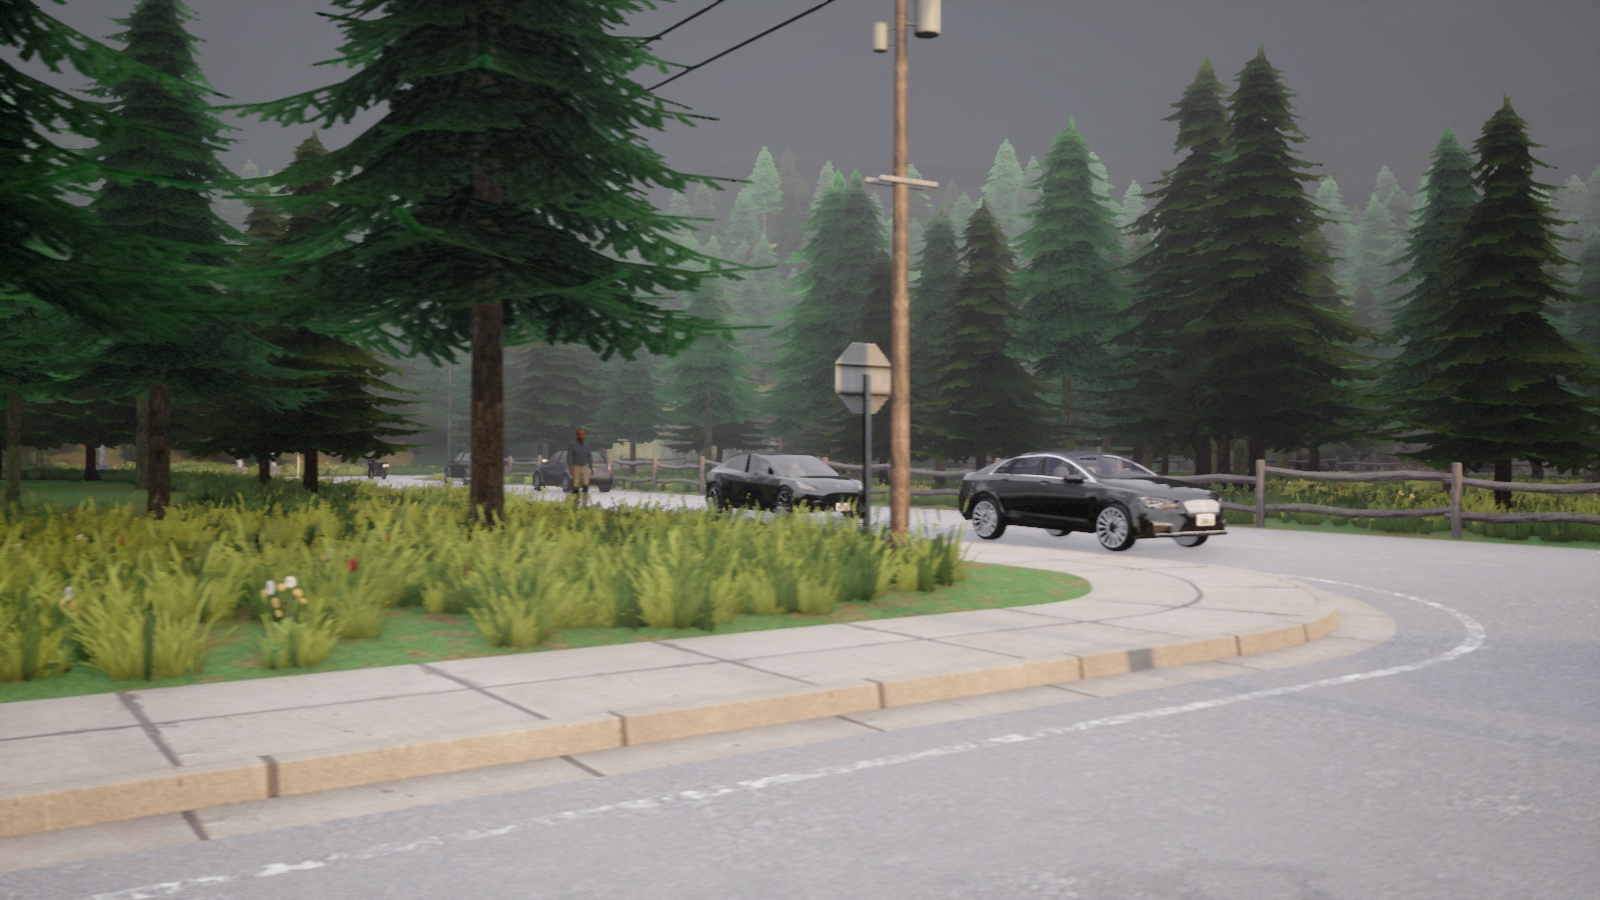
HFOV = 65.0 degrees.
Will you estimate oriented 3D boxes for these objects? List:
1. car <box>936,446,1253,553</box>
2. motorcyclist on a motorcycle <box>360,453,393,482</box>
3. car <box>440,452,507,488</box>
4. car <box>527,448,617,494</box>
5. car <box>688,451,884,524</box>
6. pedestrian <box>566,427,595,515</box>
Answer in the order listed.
[{"bbox_3d":[4.571,0.700,20.299,2.128,1.511,4.902,0,0,-32],"label":"car"},{"bbox_3d":[-22.021,0.899,65.311,2.044,1.523,0.797,0,0,45],"label":"motorcyclist on a motorcycle"},{"bbox_3d":[-14.499,0.858,55.670,1.789,1.549,3.705,0,0,-34],"label":"car"},{"bbox_3d":[-8.524,0.740,46.692,1.851,1.617,3.988,0,0,-34],"label":"car"},{"bbox_3d":[-0.421,0.773,28.207,2.163,1.488,4.792,0,0,-33],"label":"car"},{"bbox_3d":[-4.642,0.440,26.568,0.370,1.835,0.726,0,0,-31],"label":"pedestrian"}]
